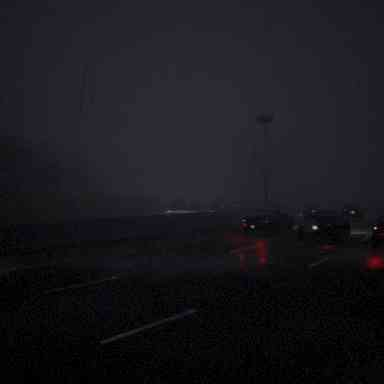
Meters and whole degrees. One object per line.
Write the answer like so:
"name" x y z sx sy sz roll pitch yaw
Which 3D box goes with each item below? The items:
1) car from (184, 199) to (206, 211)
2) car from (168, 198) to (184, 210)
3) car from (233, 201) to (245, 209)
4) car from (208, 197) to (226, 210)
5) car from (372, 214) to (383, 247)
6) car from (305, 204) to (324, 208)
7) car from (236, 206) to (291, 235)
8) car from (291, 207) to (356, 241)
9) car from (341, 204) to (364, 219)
"car" 0.510 2.215 53.755 1.882 1.535 5.008 -1 -1 11
"car" -2.464 2.038 56.602 2.150 2.045 5.566 -1 -1 10
"car" 7.660 2.174 53.937 1.812 1.442 4.674 -1 -1 11
"car" 4.563 1.943 56.248 2.150 2.045 5.566 -1 -1 9
"car" 9.223 1.618 14.751 1.812 1.442 4.674 -1 -2 36
"car" 12.520 1.878 34.077 1.994 1.385 4.181 -1 -1 24
"car" 4.731 1.752 20.462 1.812 1.442 4.674 -1 -1 36
"car" 7.173 1.724 17.881 1.994 1.385 4.181 -1 -1 36
"car" 15.487 1.814 32.198 1.994 1.385 4.181 -1 -1 24
